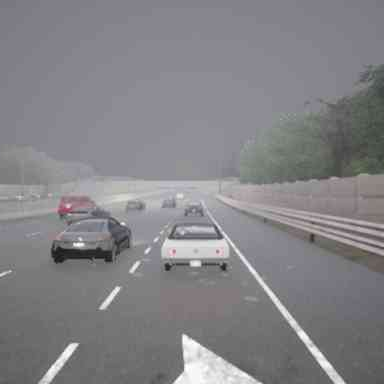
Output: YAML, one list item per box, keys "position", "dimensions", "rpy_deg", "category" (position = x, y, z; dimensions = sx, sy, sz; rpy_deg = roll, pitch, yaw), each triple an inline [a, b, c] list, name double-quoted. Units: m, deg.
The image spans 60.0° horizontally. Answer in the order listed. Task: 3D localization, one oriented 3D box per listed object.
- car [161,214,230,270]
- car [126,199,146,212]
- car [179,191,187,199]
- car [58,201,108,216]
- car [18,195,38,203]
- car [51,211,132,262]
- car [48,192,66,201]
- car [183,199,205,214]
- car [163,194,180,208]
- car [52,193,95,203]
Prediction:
- position: [0.107, 1.644, 11.169]
  dimensions: [1.895, 1.301, 4.718]
  rpy_deg: [0, 0, 0]
  category: "car"
- position: [-6.754, 1.607, 40.419]
  dimensions: [2.128, 1.511, 4.902]
  rpy_deg: [0, 0, 0]
  category: "car"
- position: [-2.863, 1.080, 81.882]
  dimensions: [1.812, 1.442, 4.674]
  rpy_deg: [0, 1, 1]
  category: "car"
- position: [-6.860, 1.576, 22.344]
  dimensions: [2.128, 1.511, 4.902]
  rpy_deg: [0, 0, 0]
  category: "car"
- position: [-31.128, 1.363, 63.413]
  dimensions: [1.837, 1.490, 4.892]
  rpy_deg: [0, 1, 1]
  category: "car"
- position: [-3.491, 1.611, 12.274]
  dimensions: [1.994, 1.385, 4.181]
  rpy_deg: [0, 0, 0]
  category: "car"
- position: [-24.166, 1.128, 60.599]
  dimensions: [2.150, 2.045, 5.566]
  rpy_deg: [0, 2, 1]
  category: "car"
- position: [0.205, 1.649, 34.548]
  dimensions: [1.812, 1.442, 4.674]
  rpy_deg: [0, 0, 0]
  category: "car"
- position: [-3.279, 1.552, 49.326]
  dimensions: [2.128, 1.511, 4.902]
  rpy_deg: [0, 1, 1]
  category: "car"
- position: [-10.332, 1.335, 30.424]
  dimensions: [2.150, 2.045, 5.566]
  rpy_deg: [0, 0, 0]
  category: "car"
